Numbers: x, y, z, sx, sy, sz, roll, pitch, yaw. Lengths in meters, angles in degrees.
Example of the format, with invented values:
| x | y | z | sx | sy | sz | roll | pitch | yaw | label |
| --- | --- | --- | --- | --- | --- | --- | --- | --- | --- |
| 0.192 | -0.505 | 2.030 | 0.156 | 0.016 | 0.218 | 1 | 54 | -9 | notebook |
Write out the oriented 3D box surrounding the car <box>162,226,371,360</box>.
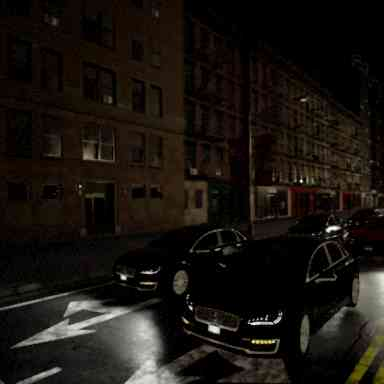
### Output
| x | y | z | sx | sy | sz | roll | pitch | yaw | label |
| --- | --- | --- | --- | --- | --- | --- | --- | --- | --- |
| 1.831 | 1.655 | 6.419 | 1.837 | 1.490 | 4.892 | -1 | -2 | 39 | car |

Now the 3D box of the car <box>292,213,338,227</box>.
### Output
| x | y | z | sx | sy | sz | roll | pitch | yaw | label |
| --- | --- | --- | --- | --- | --- | --- | --- | --- | --- |
| 6.530 | 1.886 | 17.157 | 1.837 | 1.490 | 4.892 | -1 | -2 | 40 | car |

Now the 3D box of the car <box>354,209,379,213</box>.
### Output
| x | y | z | sx | sy | sz | roll | pitch | yaw | label |
| --- | --- | --- | --- | --- | --- | --- | --- | --- | --- |
| 13.190 | 2.038 | 25.144 | 1.837 | 1.490 | 4.892 | -1 | -2 | 40 | car |

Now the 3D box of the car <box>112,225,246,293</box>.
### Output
| x | y | z | sx | sy | sz | roll | pitch | yaw | label |
| --- | --- | --- | --- | --- | --- | --- | --- | --- | --- |
| 0.084 | 1.736 | 9.381 | 1.837 | 1.490 | 4.892 | -2 | -2 | 43 | car |

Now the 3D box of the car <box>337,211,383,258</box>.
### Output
| x | y | z | sx | sy | sz | roll | pitch | yaw | label |
| --- | --- | --- | --- | --- | --- | --- | --- | --- | --- |
| 7.825 | 1.767 | 13.638 | 1.882 | 1.535 | 5.008 | -1 | -2 | 40 | car |
